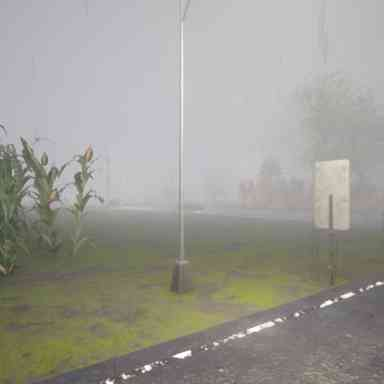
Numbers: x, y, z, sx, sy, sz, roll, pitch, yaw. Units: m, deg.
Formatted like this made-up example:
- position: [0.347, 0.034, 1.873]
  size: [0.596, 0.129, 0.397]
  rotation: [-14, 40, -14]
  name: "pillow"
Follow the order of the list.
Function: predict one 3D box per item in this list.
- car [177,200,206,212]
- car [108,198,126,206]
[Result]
- position: [-0.132, 1.787, 43.283]
  size: [1.994, 1.385, 4.181]
  rotation: [0, 0, -39]
  name: "car"
- position: [-13.816, 1.852, 60.932]
  size: [2.128, 1.511, 4.902]
  rotation: [0, 0, -37]
  name: "car"
